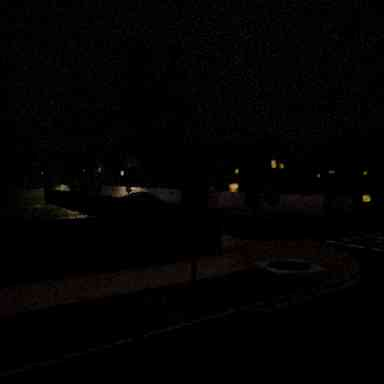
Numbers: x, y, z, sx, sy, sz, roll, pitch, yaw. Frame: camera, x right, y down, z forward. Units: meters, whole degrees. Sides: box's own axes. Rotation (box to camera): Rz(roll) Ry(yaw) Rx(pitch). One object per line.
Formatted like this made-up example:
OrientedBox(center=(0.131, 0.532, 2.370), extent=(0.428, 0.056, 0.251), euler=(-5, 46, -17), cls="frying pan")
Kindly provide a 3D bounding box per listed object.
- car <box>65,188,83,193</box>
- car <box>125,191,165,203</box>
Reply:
OrientedBox(center=(-16.949, 0.138, 47.550), extent=(2.033, 1.411, 5.357), euler=(0, 2, -35), cls="car")
OrientedBox(center=(-4.152, 0.739, 29.087), extent=(1.882, 1.535, 5.008), euler=(0, 2, -35), cls="car")
